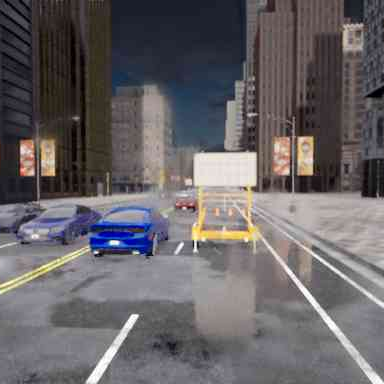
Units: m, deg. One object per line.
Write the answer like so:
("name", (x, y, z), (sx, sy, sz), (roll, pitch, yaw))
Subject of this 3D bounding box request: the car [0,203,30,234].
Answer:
("car", (-8.354, 1.255, 16.134), (1.994, 1.385, 4.181), (0, 1, 5))

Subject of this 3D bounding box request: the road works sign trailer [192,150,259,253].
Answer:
("road works sign trailer", (1.244, 0.219, 12.609), (2.380, 3.560, 2.880), (0, 1, 5))

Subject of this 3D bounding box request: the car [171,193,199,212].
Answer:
("car", (-0.432, 1.036, 30.267), (1.895, 1.301, 4.718), (0, 1, 5))

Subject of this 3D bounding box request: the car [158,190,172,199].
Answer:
("car", (-4.708, 0.475, 58.737), (2.128, 1.511, 4.902), (0, 1, 5))

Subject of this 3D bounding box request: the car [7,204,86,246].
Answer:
("car", (-5.279, 1.257, 13.920), (1.812, 1.442, 4.674), (0, 1, 5))

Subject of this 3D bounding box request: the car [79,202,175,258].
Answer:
("car", (-1.987, 1.247, 11.906), (1.882, 1.535, 5.008), (0, 1, 5))
